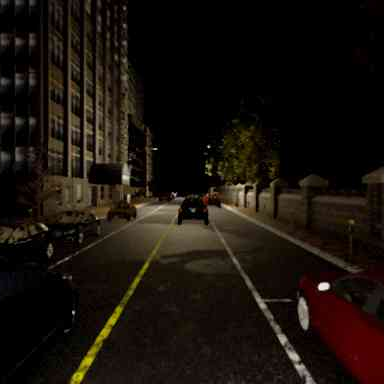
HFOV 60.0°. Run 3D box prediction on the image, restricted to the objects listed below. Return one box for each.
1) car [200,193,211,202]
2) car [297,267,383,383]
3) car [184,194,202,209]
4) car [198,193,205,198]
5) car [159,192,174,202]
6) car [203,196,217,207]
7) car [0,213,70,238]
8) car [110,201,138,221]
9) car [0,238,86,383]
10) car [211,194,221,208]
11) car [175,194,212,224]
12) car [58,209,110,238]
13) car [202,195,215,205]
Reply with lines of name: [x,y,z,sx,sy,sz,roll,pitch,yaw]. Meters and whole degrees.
car: [2.602,1.102,64.562,1.967,1.590,4.097,0,0,0]
car: [2.566,1.527,3.762,1.887,1.381,4.507,0,0,0]
car: [0.109,1.140,41.683,2.097,1.767,4.553,0,0,0]
car: [2.618,1.082,92.199,1.802,1.307,4.206,0,0,0]
car: [-5.279,0.977,64.566,2.192,1.841,5.009,0,0,0]
car: [2.592,1.336,47.981,1.802,1.307,4.206,0,0,0]
car: [-5.311,1.506,9.293,2.008,1.369,4.403,0,0,0]
car: [-5.302,1.397,25.705,1.752,1.417,4.829,0,0,0]
car: [-2.818,1.546,3.715,1.994,1.385,4.181,0,0,0]
car: [2.588,1.099,42.452,2.192,1.841,5.009,0,0,0]
car: [0.093,1.232,23.976,2.097,1.767,4.553,0,0,0]
car: [-5.308,1.478,14.821,2.008,1.369,4.403,0,0,0]
car: [2.595,1.249,53.678,1.752,1.417,4.829,0,0,0]
